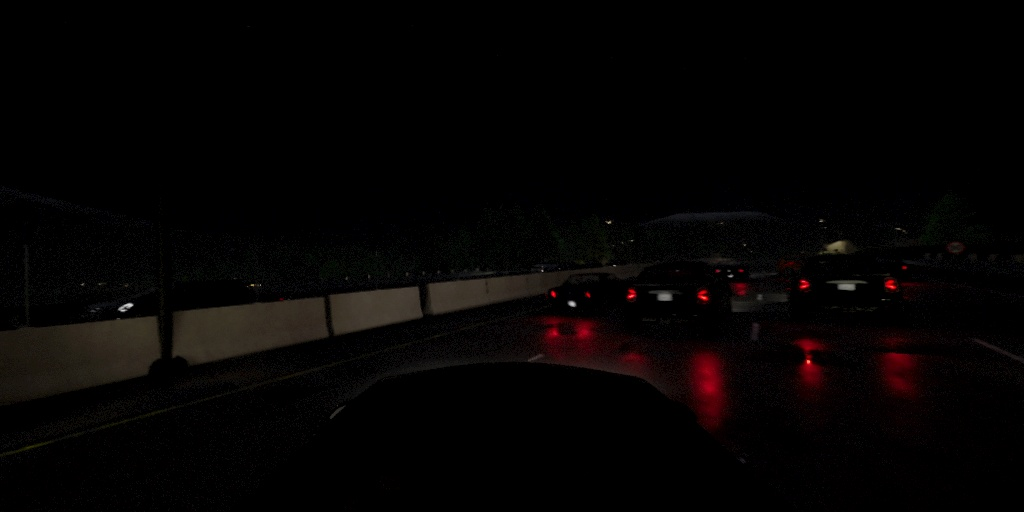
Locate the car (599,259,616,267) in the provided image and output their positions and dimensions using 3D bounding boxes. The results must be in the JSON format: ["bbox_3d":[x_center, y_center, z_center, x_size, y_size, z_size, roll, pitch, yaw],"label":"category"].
[{"bbox_3d":[13.553,1.150,46.799,1.837,1.490,4.892,-3,-1,35],"label":"car"}]

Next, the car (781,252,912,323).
[{"bbox_3d":[9.340,0.733,10.440,2.097,1.767,4.553,-3,-1,35],"label":"car"}]

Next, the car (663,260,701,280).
[{"bbox_3d":[13.499,1.052,28.388,1.994,1.385,4.181,-3,-1,35],"label":"car"}]

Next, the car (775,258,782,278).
[{"bbox_3d":[19.767,0.654,25.147,1.882,1.535,5.008,-3,-1,35],"label":"car"}]

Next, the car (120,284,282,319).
[{"bbox_3d":[-10.635,1.905,12.814,1.994,1.385,4.181,-3,0,35],"label":"car"}]

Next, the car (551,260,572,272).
[{"bbox_3d":[7.849,1.455,50.845,1.837,1.490,4.892,-3,-1,35],"label":"car"}]

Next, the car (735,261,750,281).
[{"bbox_3d":[15.012,0.955,24.476,1.895,1.301,4.718,-3,-1,35],"label":"car"}]

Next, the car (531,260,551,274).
[{"bbox_3d":[4.981,1.632,52.843,2.150,2.045,5.566,-3,-1,35],"label":"car"}]

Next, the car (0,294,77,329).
[{"bbox_3d":[-20.599,2.454,16.894,1.895,1.301,4.718,-3,0,35],"label":"car"}]

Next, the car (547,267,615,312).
[{"bbox_3d":[3.305,1.297,14.000,1.895,1.301,4.718,-3,-1,35],"label":"car"}]

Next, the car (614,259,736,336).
[{"bbox_3d":[4.758,0.938,10.019,2.097,1.767,4.553,-3,-1,35],"label":"car"}]

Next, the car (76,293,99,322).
[{"bbox_3d":[-16.430,2.175,16.735,1.812,1.442,4.674,-3,0,35],"label":"car"}]

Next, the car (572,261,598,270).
[{"bbox_3d":[10.703,1.342,48.821,2.033,1.411,5.357,-3,-1,35],"label":"car"}]

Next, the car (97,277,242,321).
[{"bbox_3d":[-13.469,1.845,14.879,2.097,1.767,4.553,-3,-1,35],"label":"car"}]
